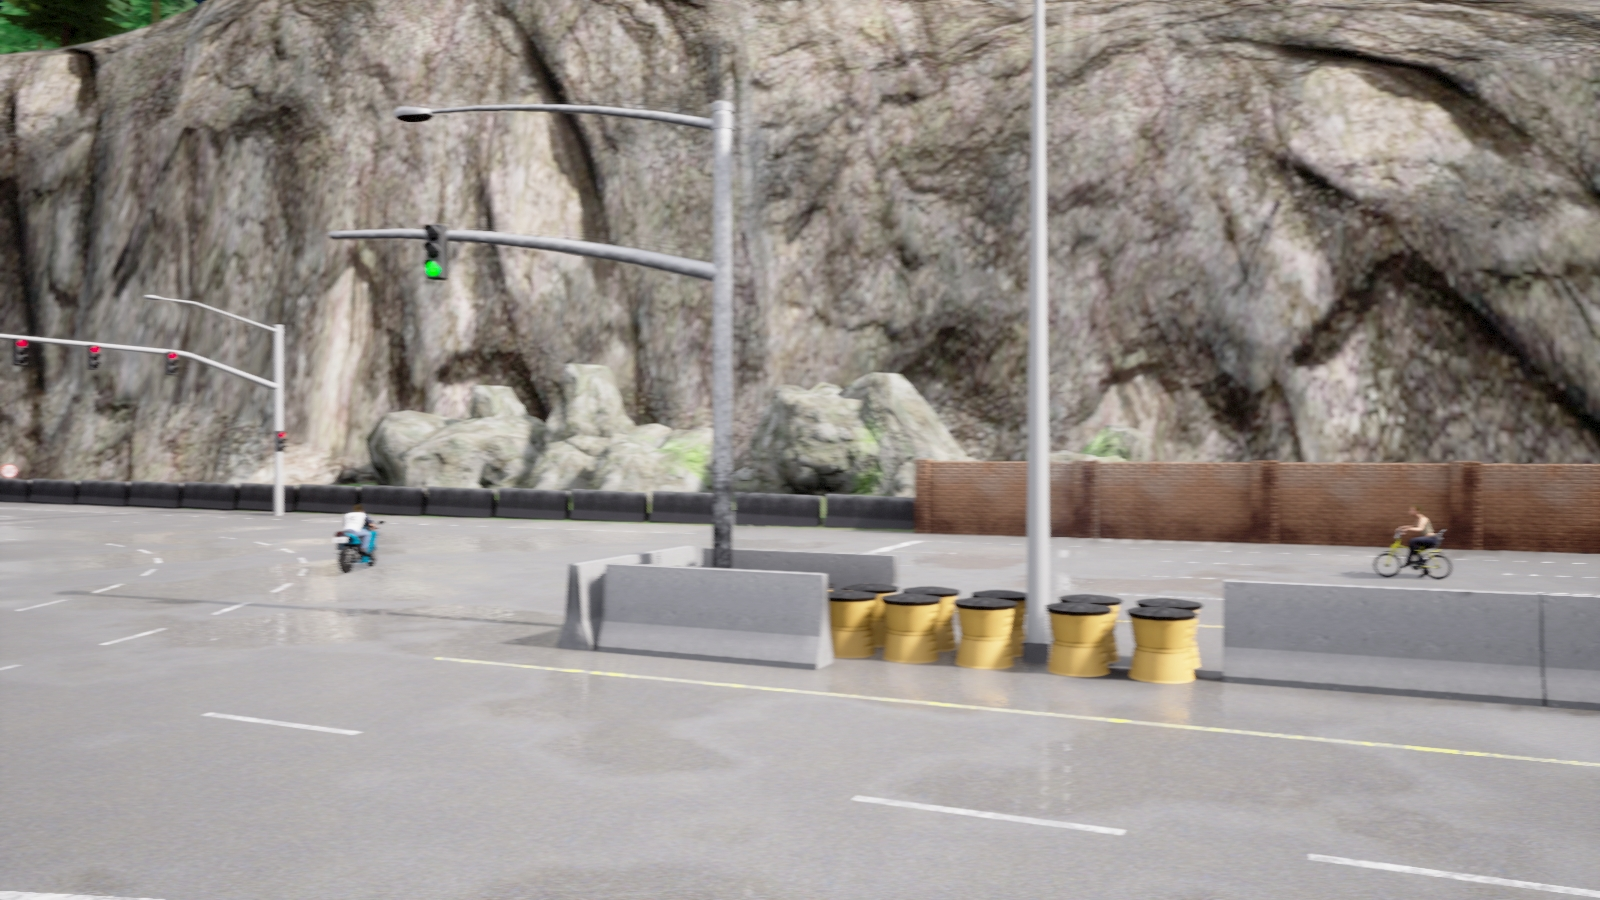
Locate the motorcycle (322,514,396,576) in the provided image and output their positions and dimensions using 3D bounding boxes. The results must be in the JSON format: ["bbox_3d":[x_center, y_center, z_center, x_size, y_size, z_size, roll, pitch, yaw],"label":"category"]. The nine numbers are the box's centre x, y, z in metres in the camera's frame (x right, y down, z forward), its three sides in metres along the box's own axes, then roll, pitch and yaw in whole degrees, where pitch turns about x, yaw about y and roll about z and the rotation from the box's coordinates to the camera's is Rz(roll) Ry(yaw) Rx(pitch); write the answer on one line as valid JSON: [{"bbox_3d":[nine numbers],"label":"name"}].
[{"bbox_3d":[-10.024,2.137,26.040,0.803,1.217,2.033,-3,0,2],"label":"motorcycle"}]
